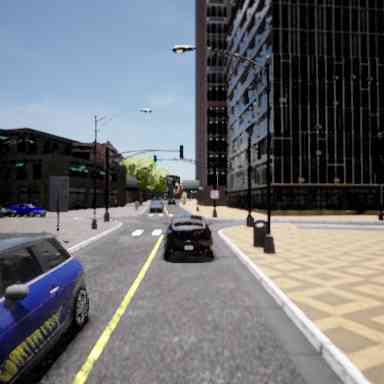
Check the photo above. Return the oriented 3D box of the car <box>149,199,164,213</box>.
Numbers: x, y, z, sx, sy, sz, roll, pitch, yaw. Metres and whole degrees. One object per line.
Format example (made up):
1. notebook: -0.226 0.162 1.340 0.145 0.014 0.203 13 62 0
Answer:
1. car: -5.077 2.152 47.426 2.033 1.411 5.357 0 -1 -5

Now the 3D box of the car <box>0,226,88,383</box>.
1. car: -2.885 1.405 4.037 2.097 1.767 4.553 0 -1 0

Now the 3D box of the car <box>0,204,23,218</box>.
1. car: -20.297 2.001 34.506 4.313 1.339 1.947 0 -2 18

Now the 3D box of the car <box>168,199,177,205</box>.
1. car: -4.985 2.420 83.369 2.097 1.767 4.553 0 -1 -2

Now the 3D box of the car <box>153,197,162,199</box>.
1. car: -6.000 1.956 57.566 2.150 2.045 5.566 0 -1 -5

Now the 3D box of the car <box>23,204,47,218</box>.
1. car: -18.152 2.021 36.395 4.674 1.442 1.812 0 -2 18

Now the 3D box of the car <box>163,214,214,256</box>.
1. car: -0.158 1.686 13.868 1.837 1.490 4.892 0 0 -1
